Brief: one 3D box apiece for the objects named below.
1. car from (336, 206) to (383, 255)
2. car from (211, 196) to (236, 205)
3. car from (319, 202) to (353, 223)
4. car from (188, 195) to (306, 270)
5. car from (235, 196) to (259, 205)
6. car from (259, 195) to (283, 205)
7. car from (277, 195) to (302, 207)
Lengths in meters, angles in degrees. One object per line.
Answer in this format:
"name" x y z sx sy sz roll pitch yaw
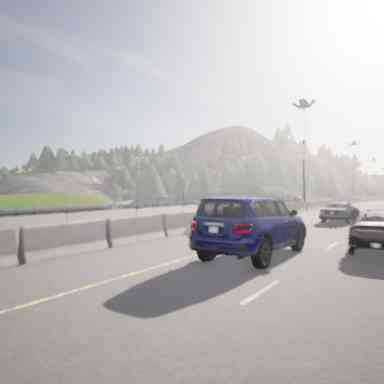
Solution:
"car" 6.990 1.403 12.159 2.128 1.511 4.902 0 0 35
"car" 5.090 1.310 53.109 1.895 1.301 4.718 0 0 35
"car" 10.425 1.385 23.458 2.033 1.411 5.357 0 0 35
"car" 2.105 1.148 11.251 2.150 2.045 5.566 0 -1 35
"car" 8.631 1.305 52.081 1.895 1.301 4.718 0 0 35
"car" 12.148 1.208 51.033 1.837 1.490 4.892 0 0 35
"car" 13.989 1.199 47.544 2.128 1.511 4.902 0 0 35
